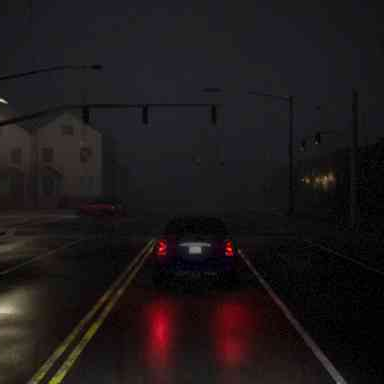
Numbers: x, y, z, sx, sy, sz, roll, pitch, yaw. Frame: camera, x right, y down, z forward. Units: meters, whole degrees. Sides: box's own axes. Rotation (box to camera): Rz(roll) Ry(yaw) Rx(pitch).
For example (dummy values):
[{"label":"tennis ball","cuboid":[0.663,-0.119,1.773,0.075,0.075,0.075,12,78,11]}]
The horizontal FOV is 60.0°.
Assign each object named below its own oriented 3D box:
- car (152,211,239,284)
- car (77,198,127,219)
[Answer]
[{"label":"car","cuboid":[0.102,1.353,9.794,2.097,1.767,4.553,0,0,1]},{"label":"car","cuboid":[-7.917,1.348,29.120,4.553,1.767,2.097,0,0,30]}]
